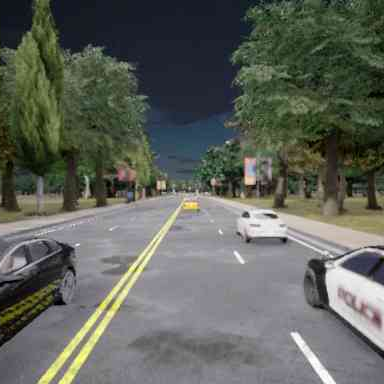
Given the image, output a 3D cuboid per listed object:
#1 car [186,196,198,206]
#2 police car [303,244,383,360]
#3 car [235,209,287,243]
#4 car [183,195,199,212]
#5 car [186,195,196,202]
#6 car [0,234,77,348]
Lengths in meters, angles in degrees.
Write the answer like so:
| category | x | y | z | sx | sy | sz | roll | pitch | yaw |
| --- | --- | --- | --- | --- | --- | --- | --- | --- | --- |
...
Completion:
| category | x | y | z | sx | sy | sz | roll | pitch | yaw |
| --- | --- | --- | --- | --- | --- | --- | --- | --- | --- |
| car | -0.050 | 1.462 | 55.839 | 1.882 | 1.535 | 5.008 | 0 | 0 | 0 |
| police car | 3.248 | 1.507 | 5.023 | 2.038 | 1.542 | 4.974 | 0 | 0 | 0 |
| car | 3.238 | 1.529 | 16.027 | 1.812 | 1.442 | 4.674 | 0 | 0 | 0 |
| car | -0.087 | 1.453 | 39.570 | 1.801 | 1.575 | 5.366 | 0 | 0 | 0 |
| car | -0.276 | 1.491 | 73.766 | 2.128 | 1.511 | 4.902 | 0 | 0 | 0 |
| car | -3.353 | 1.494 | 5.219 | 2.128 | 1.511 | 4.902 | 0 | 0 | 0 |
